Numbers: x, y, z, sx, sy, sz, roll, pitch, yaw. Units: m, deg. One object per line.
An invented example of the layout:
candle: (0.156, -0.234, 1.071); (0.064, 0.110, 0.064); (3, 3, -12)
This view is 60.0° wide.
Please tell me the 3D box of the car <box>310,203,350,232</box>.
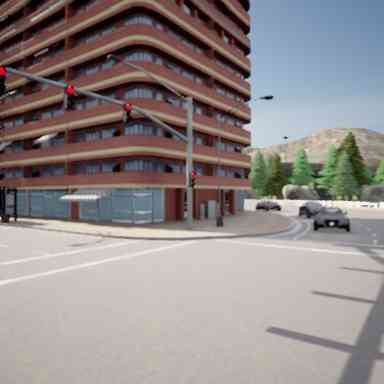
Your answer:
car: (8.692, 1.640, 20.791); (1.994, 1.385, 4.181); (0, 0, 22)

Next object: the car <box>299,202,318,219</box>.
car: (11.169, 1.665, 30.715); (1.812, 1.442, 4.674); (0, -1, 4)

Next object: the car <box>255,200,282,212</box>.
car: (9.972, 1.797, 43.507); (1.994, 1.385, 4.181); (0, 0, -16)
